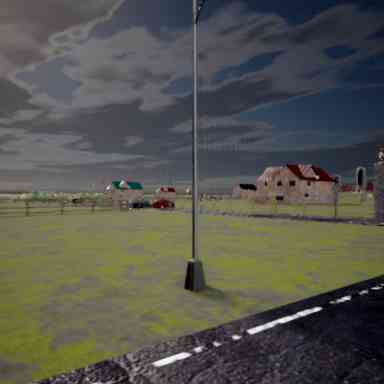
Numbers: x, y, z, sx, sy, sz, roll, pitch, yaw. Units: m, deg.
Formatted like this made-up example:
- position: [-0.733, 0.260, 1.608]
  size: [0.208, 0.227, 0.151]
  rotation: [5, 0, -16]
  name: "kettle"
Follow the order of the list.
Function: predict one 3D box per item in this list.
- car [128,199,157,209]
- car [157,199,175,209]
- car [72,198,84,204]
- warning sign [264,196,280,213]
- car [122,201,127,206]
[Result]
- position: [-7.793, 1.976, 51.946]
  size: [1.994, 1.385, 4.181]
  rotation: [1, -2, -36]
  name: "car"
- position: [-4.628, 1.922, 52.423]
  size: [1.882, 1.535, 5.008]
  rotation: [1, -1, -35]
  name: "car"
- position: [-31.010, 2.403, 90.161]
  size: [2.097, 1.767, 4.553]
  rotation: [1, -2, -36]
  name: "car"
- position: [9.089, 1.368, 37.740]
  size: [1.300, 1.860, 1.060]
  rotation: [2, -1, -36]
  name: "warning sign"
- position: [-11.286, 2.108, 61.484]
  size: [1.812, 1.442, 4.674]
  rotation: [1, -1, -36]
  name: "car"
